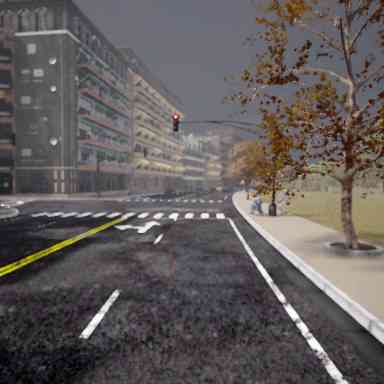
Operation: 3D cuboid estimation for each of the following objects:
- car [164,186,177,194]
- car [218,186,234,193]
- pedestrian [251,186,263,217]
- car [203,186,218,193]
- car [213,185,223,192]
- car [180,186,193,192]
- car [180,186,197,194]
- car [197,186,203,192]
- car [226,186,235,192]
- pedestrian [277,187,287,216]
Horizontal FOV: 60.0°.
[{"bbox_3d":[-4.213,-0.322,65.064,1.837,1.490,4.892,0,2,10],"label":"car"},{"bbox_3d":[7.854,-0.573,77.117,2.033,1.411,5.357,0,1,11],"label":"car"},{"bbox_3d":[3.882,0.540,19.831,0.375,1.860,0.375,0,2,3],"label":"pedestrian"},{"bbox_3d":[4.656,-0.607,77.698,2.128,1.511,4.902,0,1,11],"label":"car"},{"bbox_3d":[6.773,-0.943,87.835,1.882,1.535,5.008,0,1,13],"label":"car"},{"bbox_3d":[-1.272,-0.800,81.188,2.033,1.411,5.357,0,1,11],"label":"car"},{"bbox_3d":[-1.001,-0.457,64.577,2.097,1.767,4.553,0,1,10],"label":"car"},{"bbox_3d":[1.911,-0.725,80.537,1.895,1.301,4.718,0,1,11],"label":"car"},{"bbox_3d":[10.040,-0.879,87.549,1.812,1.442,4.674,0,1,13],"label":"car"},{"bbox_3d":[5.487,0.526,20.341,0.375,1.860,0.375,0,2,3],"label":"pedestrian"}]
